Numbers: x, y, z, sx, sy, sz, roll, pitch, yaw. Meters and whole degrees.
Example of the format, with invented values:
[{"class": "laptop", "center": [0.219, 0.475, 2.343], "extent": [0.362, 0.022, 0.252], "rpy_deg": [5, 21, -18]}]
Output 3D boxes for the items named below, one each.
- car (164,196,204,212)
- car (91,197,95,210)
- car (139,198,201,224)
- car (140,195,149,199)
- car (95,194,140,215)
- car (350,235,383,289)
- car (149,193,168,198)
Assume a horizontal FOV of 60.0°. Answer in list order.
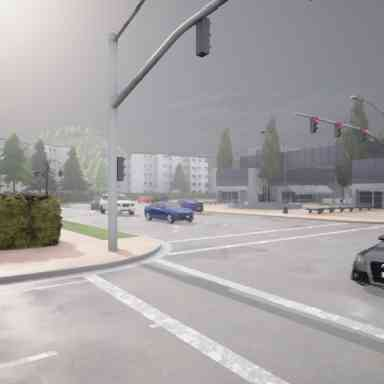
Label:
[{"class": "car", "center": [-0.708, 1.483, 35.864], "extent": [1.882, 1.535, 5.008], "rpy_deg": [0, 0, -34]}, {"class": "car", "center": [-11.944, 1.356, 42.921], "extent": [2.097, 1.767, 4.553], "rpy_deg": [0, 0, -17]}, {"class": "car", "center": [-1.820, 1.481, 25.357], "extent": [1.882, 1.535, 5.008], "rpy_deg": [0, 0, -37]}, {"class": "car", "center": [-9.319, 1.360, 68.114], "extent": [2.097, 1.767, 4.553], "rpy_deg": [0, 0, 15]}, {"class": "car", "center": [-7.629, 1.225, 33.535], "extent": [2.150, 2.045, 5.566], "rpy_deg": [0, 0, -32]}, {"class": "car", "center": [5.728, 1.566, 8.081], "extent": [4.181, 1.385, 1.994], "rpy_deg": [0, 0, -36]}, {"class": "car", "center": [-6.143, 1.229, 66.900], "extent": [2.150, 2.045, 5.566], "rpy_deg": [0, 0, 13]}]
